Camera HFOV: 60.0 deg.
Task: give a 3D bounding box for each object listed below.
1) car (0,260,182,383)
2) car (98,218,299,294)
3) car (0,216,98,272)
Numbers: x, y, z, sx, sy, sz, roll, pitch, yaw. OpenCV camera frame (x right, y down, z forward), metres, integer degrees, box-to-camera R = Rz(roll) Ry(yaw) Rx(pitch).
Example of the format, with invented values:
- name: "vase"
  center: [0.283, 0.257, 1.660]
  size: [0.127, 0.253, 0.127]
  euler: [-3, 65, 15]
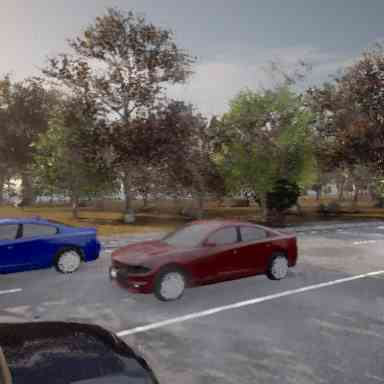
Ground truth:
- name: "car"
  center: [-2.184, 1.554, 2.041]
  size: [4.181, 1.385, 1.994]
  euler: [0, 0, -36]
- name: "car"
  center: [0.478, 1.444, 8.310]
  size: [5.008, 1.535, 1.882]
  euler: [0, 0, -32]
- name: "car"
  center: [-4.992, 1.439, 8.871]
  size: [5.008, 1.535, 1.882]
  euler: [0, 0, -34]
